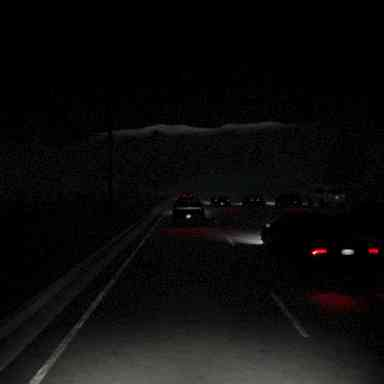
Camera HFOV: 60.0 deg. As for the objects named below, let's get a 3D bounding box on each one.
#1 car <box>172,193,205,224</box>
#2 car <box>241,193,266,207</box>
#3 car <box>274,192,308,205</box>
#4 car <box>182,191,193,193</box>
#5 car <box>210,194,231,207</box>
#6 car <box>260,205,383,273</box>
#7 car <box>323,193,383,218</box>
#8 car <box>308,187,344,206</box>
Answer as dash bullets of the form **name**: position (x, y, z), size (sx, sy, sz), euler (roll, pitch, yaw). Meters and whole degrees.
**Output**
- **car**: position (-0.226, 1.068, 20.648), size (2.128, 1.511, 4.902), euler (0, 1, -1)
- **car**: position (6.536, 0.805, 35.671), size (2.033, 1.411, 5.357), euler (0, 1, -1)
- **car**: position (10.047, 0.757, 34.991), size (2.128, 1.511, 4.902), euler (0, 1, -1)
- **car**: position (-0.619, 0.574, 44.848), size (2.128, 1.511, 4.902), euler (0, 1, -1)
- **car**: position (3.028, 0.855, 36.180), size (1.895, 1.301, 4.718), euler (0, 1, -1)
- **car**: position (3.448, 1.336, 9.913), size (2.033, 1.411, 5.357), euler (0, 1, 0)
- **car**: position (6.882, 1.088, 12.172), size (2.097, 1.767, 4.553), euler (0, 1, 0)
- **car**: position (13.565, 0.504, 33.804), size (2.150, 2.045, 5.566), euler (0, 1, 0)
